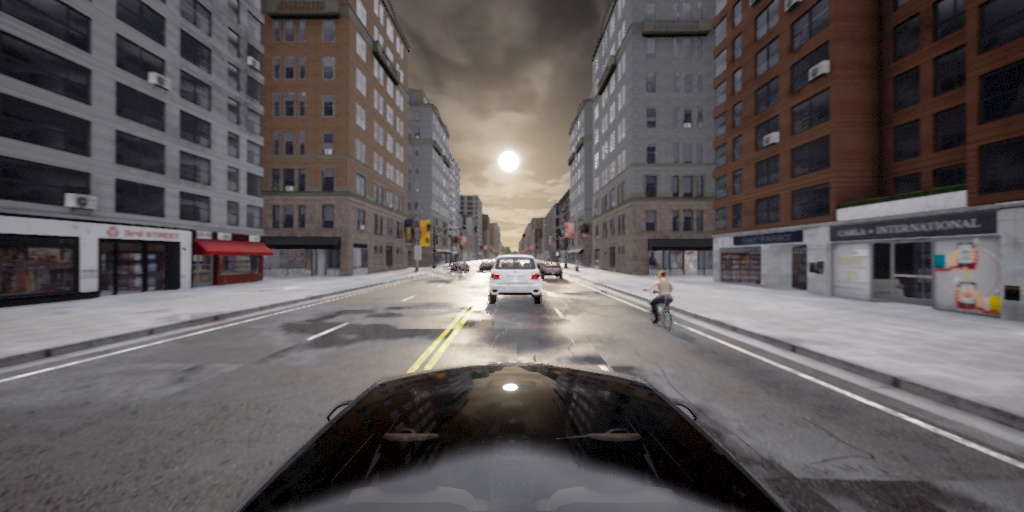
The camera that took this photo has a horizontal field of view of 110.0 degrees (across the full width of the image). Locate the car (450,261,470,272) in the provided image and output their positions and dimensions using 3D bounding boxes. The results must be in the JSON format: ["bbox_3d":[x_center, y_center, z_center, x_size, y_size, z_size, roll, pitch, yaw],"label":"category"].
[{"bbox_3d":[-6.414,1.316,44.767,1.994,1.385,4.181,0,0,1],"label":"car"}]

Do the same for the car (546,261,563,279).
[{"bbox_3d":[3.423,1.250,32.143,2.128,1.511,4.902,0,0,0],"label":"car"}]

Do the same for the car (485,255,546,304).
[{"bbox_3d":[0.139,0.972,16.603,2.150,2.045,5.566,0,0,0],"label":"car"}]

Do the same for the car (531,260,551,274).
[{"bbox_3d":[3.360,1.240,42.284,1.882,1.535,5.008,0,0,0],"label":"car"}]

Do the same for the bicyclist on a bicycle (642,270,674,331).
[{"bbox_3d":[4.144,1.192,10.024,0.866,1.612,1.509,0,0,0],"label":"bicyclist on a bicycle"}]

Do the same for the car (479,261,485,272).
[{"bbox_3d":[-3.143,1.304,46.031,2.033,1.411,5.357,0,0,1],"label":"car"}]
